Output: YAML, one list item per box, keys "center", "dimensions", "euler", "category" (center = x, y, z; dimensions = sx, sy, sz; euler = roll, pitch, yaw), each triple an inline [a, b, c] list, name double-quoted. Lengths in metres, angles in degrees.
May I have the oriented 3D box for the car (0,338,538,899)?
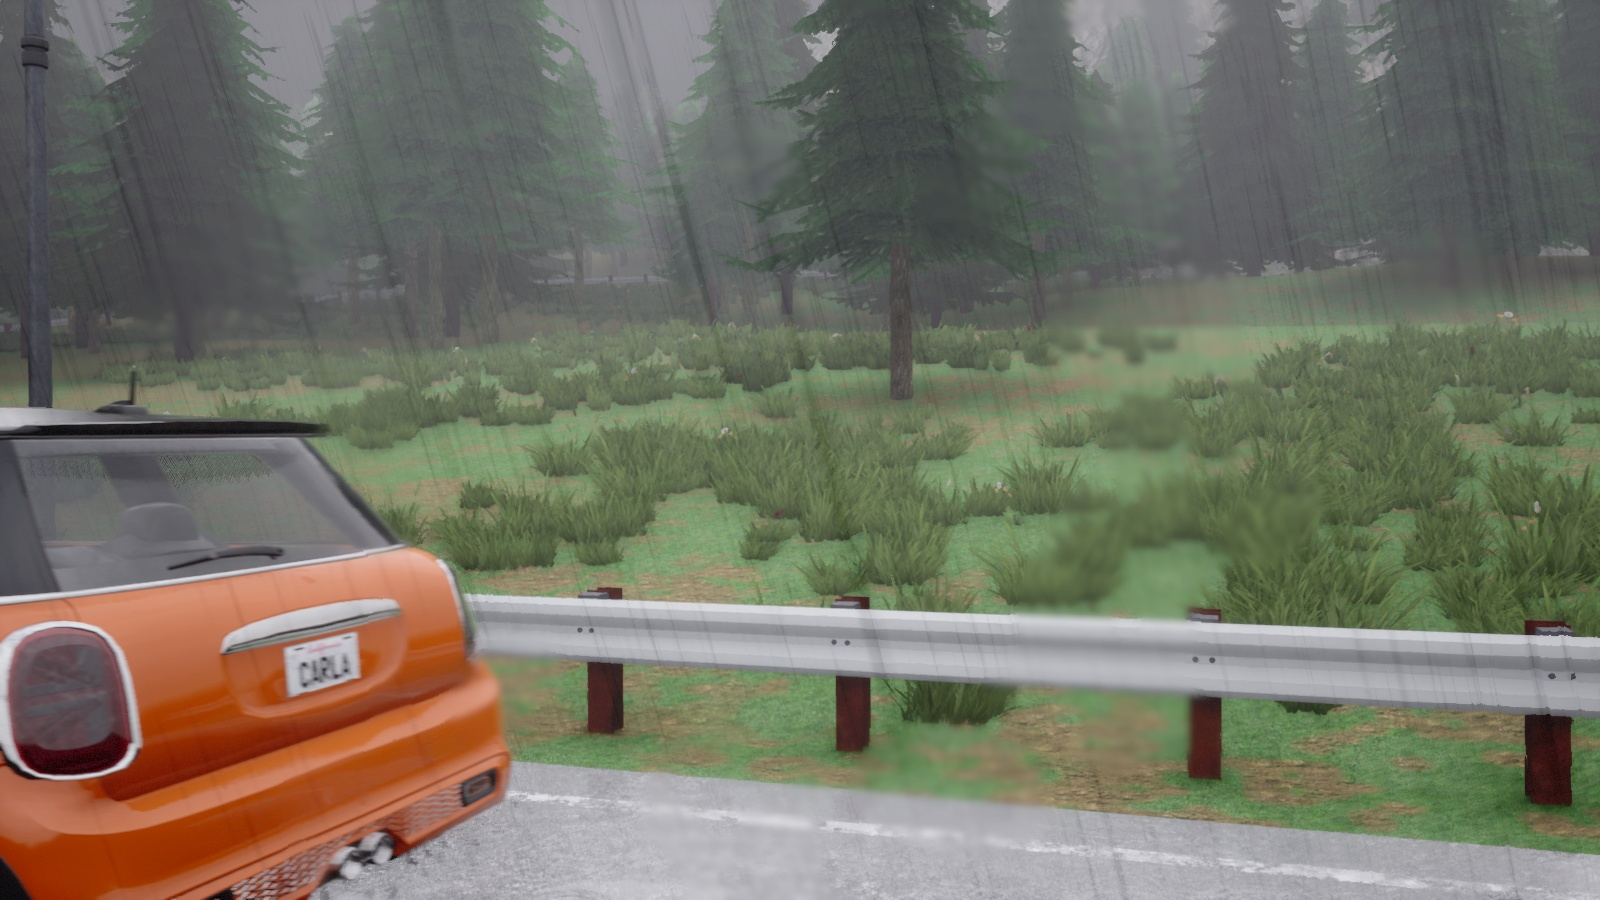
- center: [-3.459, 0.624, 4.370]
  dimensions: [4.553, 1.767, 2.097]
  euler: [0, 1, 19]
  category: "car"
